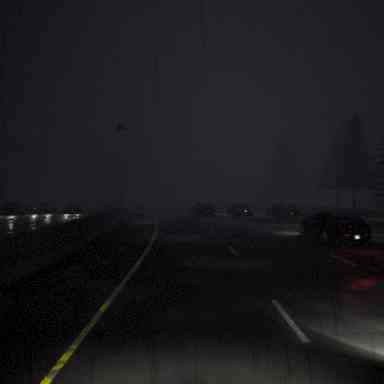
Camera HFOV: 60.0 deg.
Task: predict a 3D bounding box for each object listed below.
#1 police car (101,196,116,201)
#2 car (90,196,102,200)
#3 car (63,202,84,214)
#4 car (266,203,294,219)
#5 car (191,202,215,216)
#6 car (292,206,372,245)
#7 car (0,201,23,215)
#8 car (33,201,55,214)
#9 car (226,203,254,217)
[{"bbox_3d":[-20.273,2.162,82.649,1.930,1.638,5.238,0,-1,-29],"label":"police car"},{"bbox_3d":[-25.545,2.038,91.387,2.150,2.045,5.566,0,-1,-33],"label":"car"},{"bbox_3d":[-14.166,1.921,40.043,1.994,1.385,4.181,0,-1,-12],"label":"car"},{"bbox_3d":[8.822,1.787,32.831,2.128,1.511,4.902,0,0,-8],"label":"car"},{"bbox_3d":[1.169,1.804,36.449,1.882,1.535,5.008,1,0,-10],"label":"car"},{"bbox_3d":[6.866,1.655,16.457,1.837,1.490,4.892,0,0,-3],"label":"car"},{"bbox_3d":[-20.958,1.846,38.404,1.837,1.490,4.892,0,-1,-12],"label":"car"},{"bbox_3d":[-17.777,1.884,40.252,1.812,1.442,4.674,0,-1,-13],"label":"car"},{"bbox_3d":[4.965,1.877,34.858,1.994,1.385,4.181,0,0,-9],"label":"car"}]
